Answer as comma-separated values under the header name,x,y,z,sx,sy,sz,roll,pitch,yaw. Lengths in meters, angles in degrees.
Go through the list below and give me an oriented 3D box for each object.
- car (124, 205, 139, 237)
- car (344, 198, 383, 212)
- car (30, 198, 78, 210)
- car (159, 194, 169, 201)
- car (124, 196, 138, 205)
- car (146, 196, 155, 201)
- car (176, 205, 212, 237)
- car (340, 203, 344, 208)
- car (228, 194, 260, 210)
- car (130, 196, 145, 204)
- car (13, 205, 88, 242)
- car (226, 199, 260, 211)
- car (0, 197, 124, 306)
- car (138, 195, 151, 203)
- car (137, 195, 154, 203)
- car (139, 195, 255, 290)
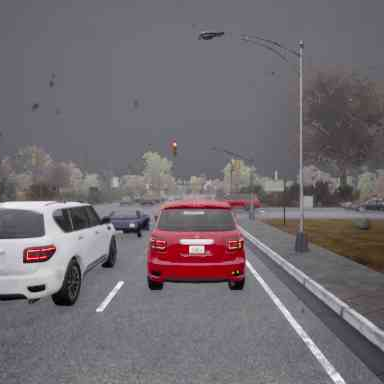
name,x,y,z,sx,sy,sz,roll,pitch,yaw
car,-3.410,1.601,17.925,1.895,1.301,4.718,0,0,0
car,20.130,1.501,37.229,4.892,1.490,1.837,0,0,3
car,-17.775,1.547,42.840,5.357,1.411,2.033,0,0,3
car,-7.047,1.355,84.217,2.097,1.767,4.553,0,0,0
car,-10.618,1.505,54.951,1.837,1.490,4.892,0,0,0
car,-10.547,1.595,84.582,1.895,1.301,4.718,0,0,0
car,0.090,1.526,18.911,1.812,1.442,4.674,0,0,0
car,20.807,1.596,40.695,4.718,1.301,1.895,0,0,3
car,4.934,1.222,38.062,5.566,2.045,2.150,0,0,3
car,-10.576,1.547,64.694,2.033,1.411,5.357,0,0,1
car,-7.119,1.505,17.376,1.837,1.490,4.892,0,0,0
car,6.424,1.564,41.986,4.181,1.385,1.994,0,0,11
car,-3.405,1.221,8.157,2.150,2.045,5.566,0,0,0
car,-10.543,1.525,74.536,2.128,1.511,4.902,0,0,0
car,-7.113,1.547,54.557,2.033,1.411,5.357,0,0,0
car,0.092,1.221,9.217,2.150,2.045,5.566,0,0,0
